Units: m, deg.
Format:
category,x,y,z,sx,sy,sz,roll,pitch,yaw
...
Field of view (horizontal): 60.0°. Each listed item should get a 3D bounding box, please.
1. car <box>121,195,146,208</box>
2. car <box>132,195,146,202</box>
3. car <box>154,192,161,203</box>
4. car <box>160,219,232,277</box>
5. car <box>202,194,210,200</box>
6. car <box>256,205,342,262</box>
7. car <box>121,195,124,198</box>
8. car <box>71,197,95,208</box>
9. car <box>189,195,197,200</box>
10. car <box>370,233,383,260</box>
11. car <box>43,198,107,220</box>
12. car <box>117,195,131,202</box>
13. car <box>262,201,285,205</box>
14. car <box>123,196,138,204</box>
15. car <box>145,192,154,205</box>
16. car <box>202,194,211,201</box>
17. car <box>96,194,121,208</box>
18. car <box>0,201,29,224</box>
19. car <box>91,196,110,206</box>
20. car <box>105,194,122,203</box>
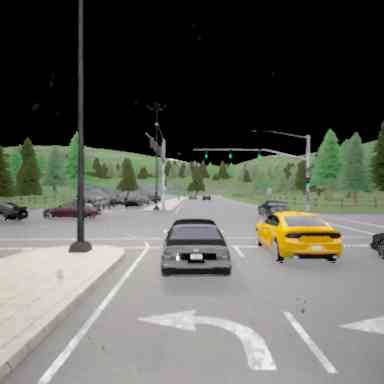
category,x,y,z,sx,sy,sz,roll,pitch,yaw
car,-8.049,1.503,46.401,1.895,1.301,4.718,0,0,0
car,-11.500,1.372,72.264,2.128,1.511,4.902,0,0,0
car,-8.003,1.083,65.644,2.150,2.045,5.566,0,0,0
car,0.060,1.526,10.139,2.033,1.411,5.357,0,0,-1
car,3.758,1.364,89.203,1.994,1.385,4.181,0,0,2
car,3.599,1.452,12.057,1.882,1.535,5.008,0,0,0
car,-11.502,1.450,54.012,1.994,1.385,4.181,0,0,0
car,-15.044,1.466,46.156,1.994,1.385,4.181,0,0,0
car,0.247,1.365,88.840,1.994,1.385,4.181,0,0,2
car,7.098,1.528,9.085,2.033,1.411,5.357,0,0,0
car,-9.758,1.468,27.186,4.674,1.442,1.812,0,0,8
car,-14.999,1.383,73.890,2.033,1.411,5.357,0,0,0
car,7.099,1.485,29.248,2.033,1.411,5.357,0,0,0
car,-11.503,1.433,62.130,1.994,1.385,4.181,0,0,0
car,-8.002,1.235,55.344,2.097,1.767,4.553,0,0,0
car,3.538,1.311,78.844,1.882,1.535,5.008,0,0,1
car,-11.563,1.396,45.151,2.128,1.511,4.902,0,0,1
car,-14.465,1.427,24.049,5.008,1.535,1.882,0,0,6
car,-15.002,1.410,54.784,1.812,1.442,4.674,0,0,0
car,-15.003,1.218,63.647,2.097,1.767,4.553,0,0,0
